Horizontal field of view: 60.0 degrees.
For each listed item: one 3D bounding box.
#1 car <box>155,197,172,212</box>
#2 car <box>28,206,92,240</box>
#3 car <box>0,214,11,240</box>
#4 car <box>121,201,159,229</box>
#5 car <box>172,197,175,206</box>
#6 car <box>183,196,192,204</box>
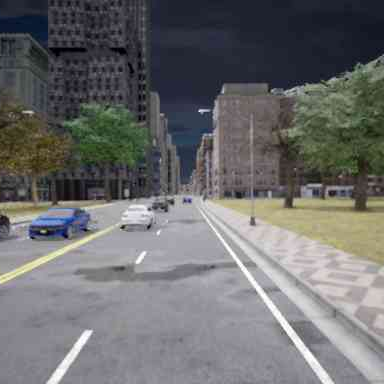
[{"bbox_3d":[-3.717,1.593,39.867,1.837,1.490,4.892,0,0,-1],"label":"car"},{"bbox_3d":[-6.836,1.543,17.713,1.882,1.535,5.008,0,0,-1],"label":"car"},{"bbox_3d":[-10.043,1.572,14.838,2.128,1.511,4.902,0,0,-1],"label":"car"},{"bbox_3d":[-3.448,1.577,21.873,1.812,1.442,4.674,0,0,-1],"label":"car"},{"bbox_3d":[-3.998,1.616,58.694,1.882,1.535,5.008,0,0,-1],"label":"car"},{"bbox_3d":[-1.020,1.636,70.209,1.882,1.535,5.008,0,0,-1],"label":"car"}]
